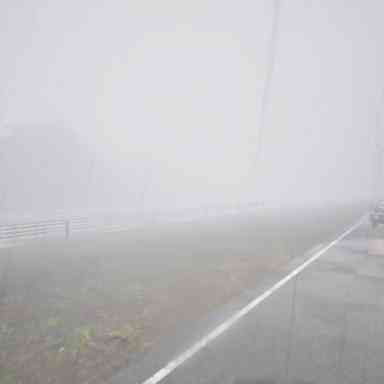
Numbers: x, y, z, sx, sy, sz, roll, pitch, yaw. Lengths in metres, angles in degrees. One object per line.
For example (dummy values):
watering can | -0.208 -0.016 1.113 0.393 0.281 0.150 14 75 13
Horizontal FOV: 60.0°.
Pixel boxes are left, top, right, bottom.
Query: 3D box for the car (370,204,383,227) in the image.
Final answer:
car | 12.074 1.373 20.264 1.895 1.301 4.718 -2 -1 33
